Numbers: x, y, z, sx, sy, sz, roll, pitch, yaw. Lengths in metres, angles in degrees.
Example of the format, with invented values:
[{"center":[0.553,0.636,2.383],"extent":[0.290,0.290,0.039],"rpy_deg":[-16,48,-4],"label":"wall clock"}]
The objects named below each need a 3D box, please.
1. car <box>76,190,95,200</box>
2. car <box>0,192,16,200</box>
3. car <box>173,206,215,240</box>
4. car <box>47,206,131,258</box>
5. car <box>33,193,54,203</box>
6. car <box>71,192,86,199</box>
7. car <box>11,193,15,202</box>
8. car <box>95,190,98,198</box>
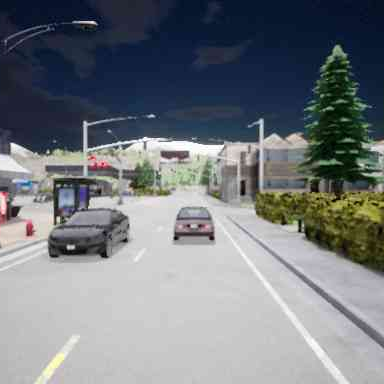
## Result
[{"center":[-18.981,0.852,57.920],"extent":[2.007,1.523,4.514],"rpy_deg":[0,1,0],"label":"car"},{"center":[-38.419,0.738,68.568],"extent":[2.007,1.523,4.514],"rpy_deg":[0,1,0],"label":"car"},{"center":[0.085,1.372,15.747],"extent":[2.033,1.411,5.357],"rpy_deg":[0,1,0],"label":"car"},{"center":[-3.560,1.341,12.326],"extent":[1.882,1.535,5.008],"rpy_deg":[0,0,1],"label":"car"},{"center":[-22.617,0.865,50.856],"extent":[1.970,1.475,3.806],"rpy_deg":[0,1,0],"label":"car"},{"center":[-26.030,0.713,76.383],"extent":[1.970,1.475,3.806],"rpy_deg":[0,1,0],"label":"car"},{"center":[-29.034,0.791,50.508],"extent":[2.152,1.636,5.027],"rpy_deg":[0,1,0],"label":"car"},{"center":[-22.703,0.435,75.781],"extent":[1.905,1.878,3.866],"rpy_deg":[0,1,0],"label":"car"}]
